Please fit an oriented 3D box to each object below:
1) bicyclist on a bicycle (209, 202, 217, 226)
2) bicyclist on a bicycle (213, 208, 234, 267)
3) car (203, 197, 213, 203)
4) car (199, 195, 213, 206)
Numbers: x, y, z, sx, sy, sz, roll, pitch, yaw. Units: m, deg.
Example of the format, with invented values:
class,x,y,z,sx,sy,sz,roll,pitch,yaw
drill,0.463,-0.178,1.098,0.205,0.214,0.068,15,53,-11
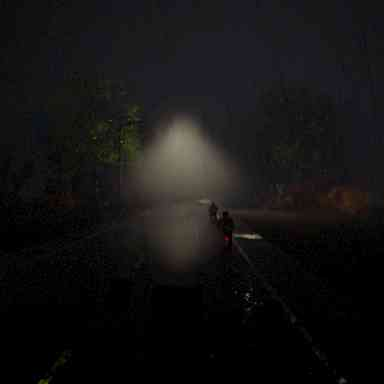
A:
class,x,y,z,sx,sy,sz,roll,pitch,yaw
bicyclist on a bicycle,1.252,1.430,19.529,0.582,1.620,1.656,0,0,1
bicyclist on a bicycle,1.063,1.436,10.392,0.582,1.620,1.656,0,0,1
car,3.545,1.678,73.657,1.895,1.301,4.718,0,0,6
car,2.172,1.628,55.759,1.895,1.301,4.718,0,0,4
